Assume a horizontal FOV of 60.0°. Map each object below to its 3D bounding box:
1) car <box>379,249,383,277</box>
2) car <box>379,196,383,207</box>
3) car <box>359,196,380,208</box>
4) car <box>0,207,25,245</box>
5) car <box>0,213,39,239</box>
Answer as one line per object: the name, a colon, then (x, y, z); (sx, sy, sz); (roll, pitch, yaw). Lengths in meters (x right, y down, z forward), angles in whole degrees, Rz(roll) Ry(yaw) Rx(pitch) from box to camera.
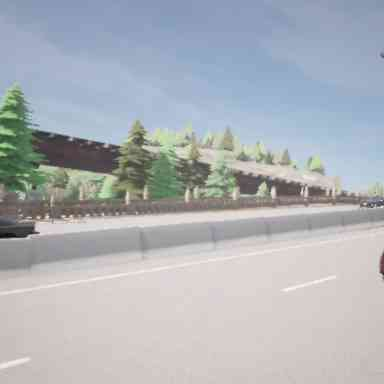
car: (6.608, 1.514, 8.456); (4.181, 1.385, 1.994); (0, 0, -35)
car: (23.948, 1.274, 38.227); (4.892, 1.490, 1.837); (0, 0, -35)
car: (22.960, 1.268, 41.809); (4.892, 1.490, 1.837); (0, 0, -35)
car: (-9.967, 1.481, 14.078); (4.902, 1.511, 2.128); (0, 0, -35)
car: (-7.916, 1.466, 11.242); (5.008, 1.535, 1.882); (0, 0, -35)
